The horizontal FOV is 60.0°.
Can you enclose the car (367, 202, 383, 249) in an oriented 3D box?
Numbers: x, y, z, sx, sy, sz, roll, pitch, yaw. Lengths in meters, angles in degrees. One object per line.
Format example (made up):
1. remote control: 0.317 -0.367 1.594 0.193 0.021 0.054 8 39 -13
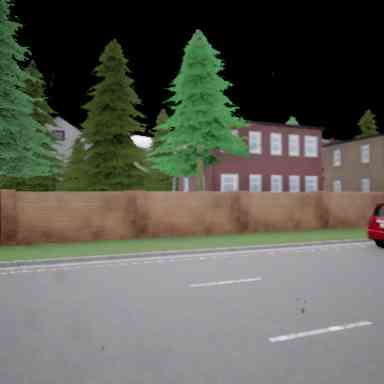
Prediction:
1. car: 10.141 1.421 14.255 5.566 2.045 2.150 0 -1 -21
